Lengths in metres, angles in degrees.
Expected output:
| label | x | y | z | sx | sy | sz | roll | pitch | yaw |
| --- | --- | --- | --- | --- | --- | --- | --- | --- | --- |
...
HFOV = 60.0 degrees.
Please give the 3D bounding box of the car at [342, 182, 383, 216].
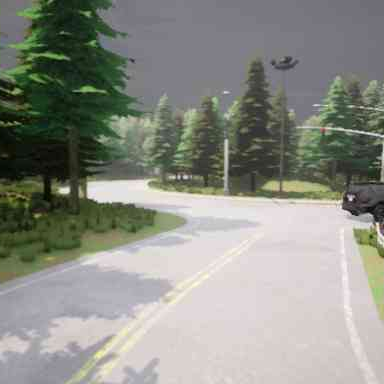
| label | x | y | z | sx | sy | sz | roll | pitch | yaw |
| --- | --- | --- | --- | --- | --- | --- | --- | --- | --- |
| car | 11.514 | 0.486 | 19.195 | 5.566 | 2.045 | 2.150 | 0 | 3 | -12 |
